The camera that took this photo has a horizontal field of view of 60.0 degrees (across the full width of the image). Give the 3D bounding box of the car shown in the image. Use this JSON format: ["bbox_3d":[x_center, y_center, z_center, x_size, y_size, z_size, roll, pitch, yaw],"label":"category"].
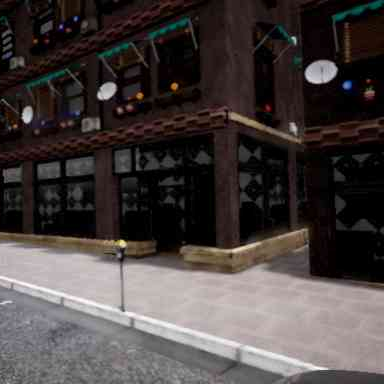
[{"bbox_3d":[2.163,1.540,1.202,4.403,1.369,2.008,-1,-2,36],"label":"car"}]
